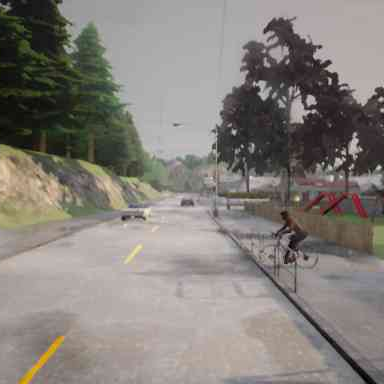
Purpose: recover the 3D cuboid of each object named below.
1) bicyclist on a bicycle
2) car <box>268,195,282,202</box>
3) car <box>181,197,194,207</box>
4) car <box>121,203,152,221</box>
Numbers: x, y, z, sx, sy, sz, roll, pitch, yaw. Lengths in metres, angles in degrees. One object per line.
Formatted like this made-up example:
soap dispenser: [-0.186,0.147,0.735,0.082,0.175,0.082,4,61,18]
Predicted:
bicyclist on a bicycle: [2.703,1.349,9.226,1.656,1.620,0.582,2,0,-1]
car: [14.830,1.161,60.210,1.994,1.381,4.181,0,0,-1]
car: [-0.684,1.413,49.159,1.812,1.442,4.674,0,0,-2]
car: [-4.417,1.539,26.768,1.895,1.301,4.718,0,0,-1]
